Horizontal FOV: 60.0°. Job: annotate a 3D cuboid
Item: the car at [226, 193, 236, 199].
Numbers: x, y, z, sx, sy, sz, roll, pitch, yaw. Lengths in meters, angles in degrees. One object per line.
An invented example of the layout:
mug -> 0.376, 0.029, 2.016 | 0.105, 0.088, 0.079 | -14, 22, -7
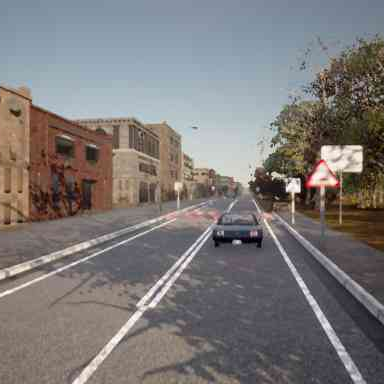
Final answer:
car -> 9.088, 0.875, 76.999 | 1.994, 1.385, 4.181 | 0, 0, 10

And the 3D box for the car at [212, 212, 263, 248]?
car -> 1.997, 1.506, 14.264 | 1.895, 1.301, 4.718 | 0, 1, 9
